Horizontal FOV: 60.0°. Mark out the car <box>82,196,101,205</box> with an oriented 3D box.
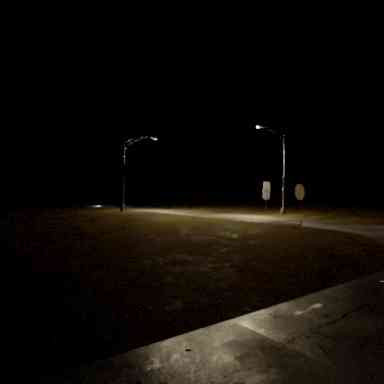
[{"bbox_3d":[-15.739,1.351,52.046,1.994,1.385,4.181,2,-1,-36],"label":"car"}]
